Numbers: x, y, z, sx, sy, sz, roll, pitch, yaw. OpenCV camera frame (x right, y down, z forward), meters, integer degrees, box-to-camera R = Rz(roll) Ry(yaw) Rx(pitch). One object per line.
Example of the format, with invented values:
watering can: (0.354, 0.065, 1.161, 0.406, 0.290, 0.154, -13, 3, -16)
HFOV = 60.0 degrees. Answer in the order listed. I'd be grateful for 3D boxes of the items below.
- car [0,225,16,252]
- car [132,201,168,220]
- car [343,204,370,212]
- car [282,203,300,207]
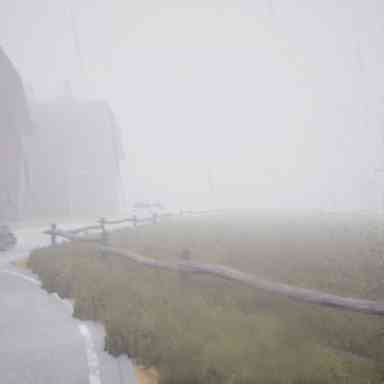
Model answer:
car: (-8.010, 1.650, 12.027, 2.128, 1.511, 4.902, 1, -1, -13)
car: (-4.043, 1.958, 32.684, 2.150, 2.045, 5.566, 1, -1, 13)
car: (35.078, 3.854, 70.173, 4.611, 1.667, 2.242, 1, -1, 15)
car: (25.850, 3.930, 87.114, 4.605, 1.855, 1.932, 1, -1, 15)
